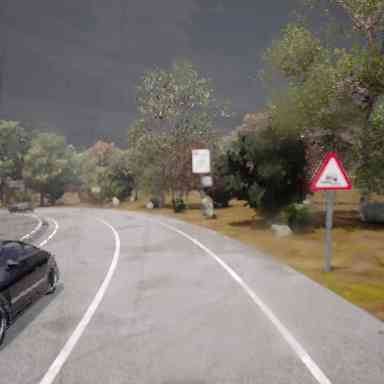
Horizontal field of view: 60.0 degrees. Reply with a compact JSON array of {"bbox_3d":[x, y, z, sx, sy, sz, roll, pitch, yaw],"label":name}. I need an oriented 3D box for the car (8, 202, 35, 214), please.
[{"bbox_3d":[-23.207,2.124,45.174,5.357,1.411,2.033,-3,2,43],"label":"car"}]

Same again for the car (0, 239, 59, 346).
[{"bbox_3d":[-3.854,1.567,5.833,1.994,1.385,4.181,-1,0,-5],"label":"car"}]
